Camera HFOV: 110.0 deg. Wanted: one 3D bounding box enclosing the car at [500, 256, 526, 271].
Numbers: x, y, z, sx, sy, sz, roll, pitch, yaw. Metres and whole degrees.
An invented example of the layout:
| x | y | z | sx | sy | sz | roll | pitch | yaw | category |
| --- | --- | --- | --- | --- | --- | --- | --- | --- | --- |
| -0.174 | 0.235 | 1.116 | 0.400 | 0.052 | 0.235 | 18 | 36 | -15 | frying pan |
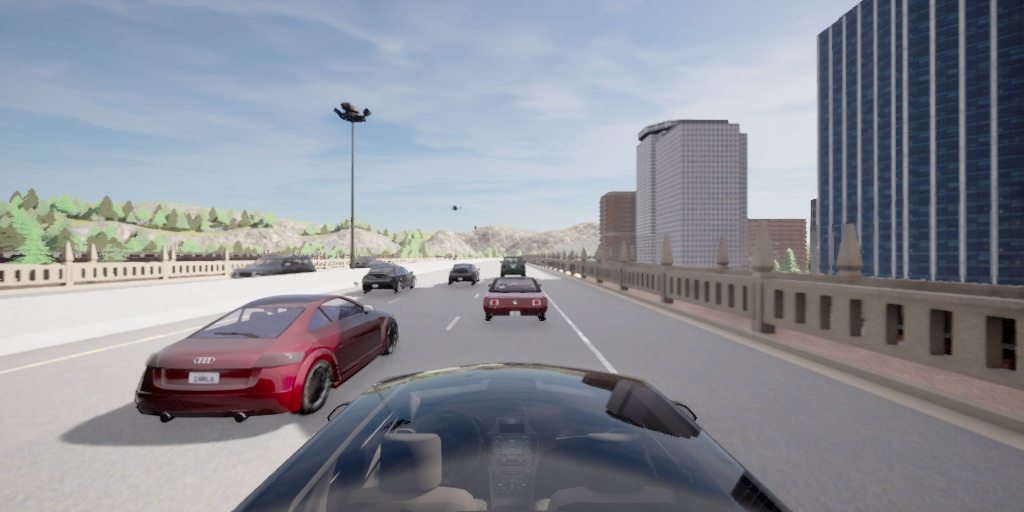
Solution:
| x | y | z | sx | sy | sz | roll | pitch | yaw | category |
| --- | --- | --- | --- | --- | --- | --- | --- | --- | --- |
| 0.095 | 1.004 | 31.955 | 2.150 | 2.045 | 5.566 | 0 | 0 | 0 | car |

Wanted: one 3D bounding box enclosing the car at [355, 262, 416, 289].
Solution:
| x | y | z | sx | sy | sz | roll | pitch | yaw | category |
| --- | --- | --- | --- | --- | --- | --- | --- | --- | --- |
| -6.903 | 1.266 | 20.523 | 1.837 | 1.490 | 4.892 | 0 | 0 | 0 | car |

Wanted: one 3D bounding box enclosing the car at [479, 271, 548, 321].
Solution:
| x | y | z | sx | sy | sz | roll | pitch | yaw | category |
| --- | --- | --- | --- | --- | --- | --- | --- | --- | --- |
| 0.099 | 1.354 | 12.438 | 1.895 | 1.301 | 4.718 | 0 | 0 | 0 | car |

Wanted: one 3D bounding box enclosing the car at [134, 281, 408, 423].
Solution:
| x | y | z | sx | sy | sz | roll | pitch | yaw | category |
| --- | --- | --- | --- | --- | --- | --- | --- | --- | --- |
| -3.399 | 1.314 | 5.961 | 1.994 | 1.385 | 4.181 | 0 | 0 | 0 | car |

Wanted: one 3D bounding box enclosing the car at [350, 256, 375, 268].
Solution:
| x | y | z | sx | sy | sz | roll | pitch | yaw | category |
| --- | --- | --- | --- | --- | --- | --- | --- | --- | --- |
| -21.011 | 1.044 | 51.266 | 2.150 | 2.045 | 5.566 | 0 | 0 | 0 | car |

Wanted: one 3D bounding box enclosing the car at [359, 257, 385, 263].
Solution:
| x | y | z | sx | sy | sz | roll | pitch | yaw | category |
| --- | --- | --- | --- | --- | --- | --- | --- | --- | --- |
| -17.536 | 1.295 | 46.653 | 1.882 | 1.535 | 5.008 | 0 | 0 | 0 | car |

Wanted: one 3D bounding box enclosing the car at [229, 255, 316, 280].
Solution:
| x | y | z | sx | sy | sz | roll | pitch | yaw | category |
| --- | --- | --- | --- | --- | --- | --- | --- | --- | --- |
| -14.097 | 0.984 | 21.597 | 2.150 | 2.045 | 5.566 | 0 | 0 | 0 | car |

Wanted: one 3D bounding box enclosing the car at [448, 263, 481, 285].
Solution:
| x | y | z | sx | sy | sz | roll | pitch | yaw | category |
| --- | --- | --- | --- | --- | --- | --- | --- | --- | --- |
| -3.405 | 1.275 | 26.054 | 1.837 | 1.490 | 4.892 | 0 | 0 | 0 | car |
